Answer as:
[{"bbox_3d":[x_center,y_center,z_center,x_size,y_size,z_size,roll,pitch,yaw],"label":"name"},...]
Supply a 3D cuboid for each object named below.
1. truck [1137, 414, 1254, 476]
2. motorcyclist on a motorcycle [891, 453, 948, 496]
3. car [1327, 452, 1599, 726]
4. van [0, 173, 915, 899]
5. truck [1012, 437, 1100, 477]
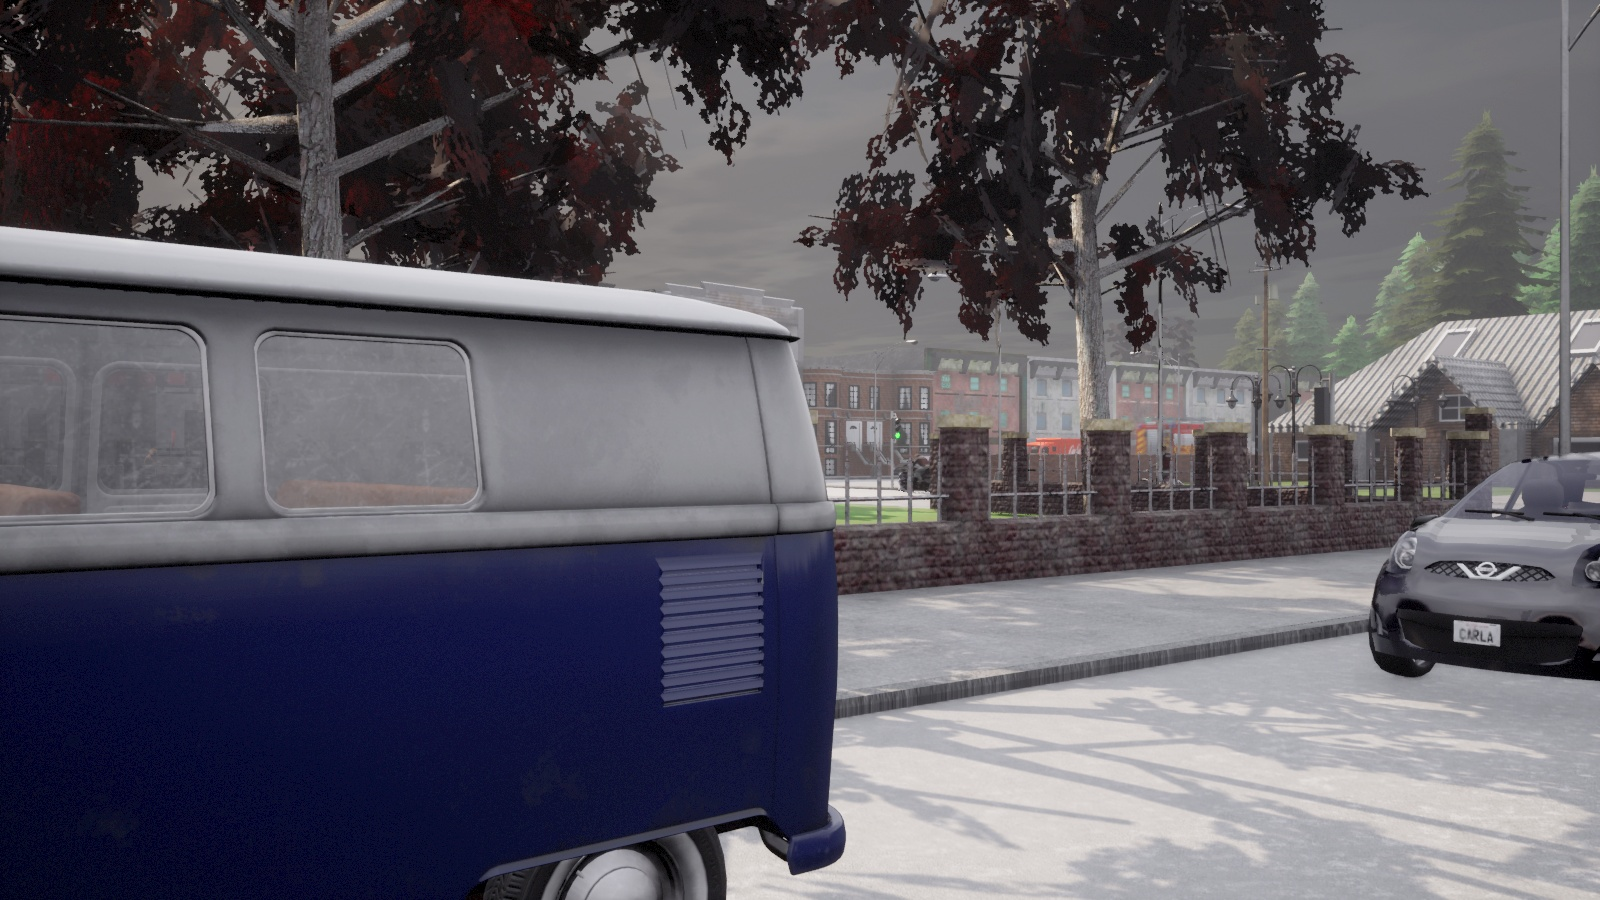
[{"bbox_3d":[25.655,-0.274,81.188,8.468,3.827,2.891,0,0,-37],"label":"truck"},{"bbox_3d":[4.398,0.885,46.473,0.866,1.530,2.191,0,0,-36],"label":"motorcyclist on a motorcycle"},{"bbox_3d":[5.392,0.768,8.559,3.633,1.501,1.845,0,0,-40],"label":"car"},{"bbox_3d":[-1.942,0.509,2.918,4.442,1.987,1.775,0,0,-40],"label":"van"},{"bbox_3d":[16.133,0.415,78.935,5.204,2.467,2.627,0,0,-37],"label":"truck"}]
